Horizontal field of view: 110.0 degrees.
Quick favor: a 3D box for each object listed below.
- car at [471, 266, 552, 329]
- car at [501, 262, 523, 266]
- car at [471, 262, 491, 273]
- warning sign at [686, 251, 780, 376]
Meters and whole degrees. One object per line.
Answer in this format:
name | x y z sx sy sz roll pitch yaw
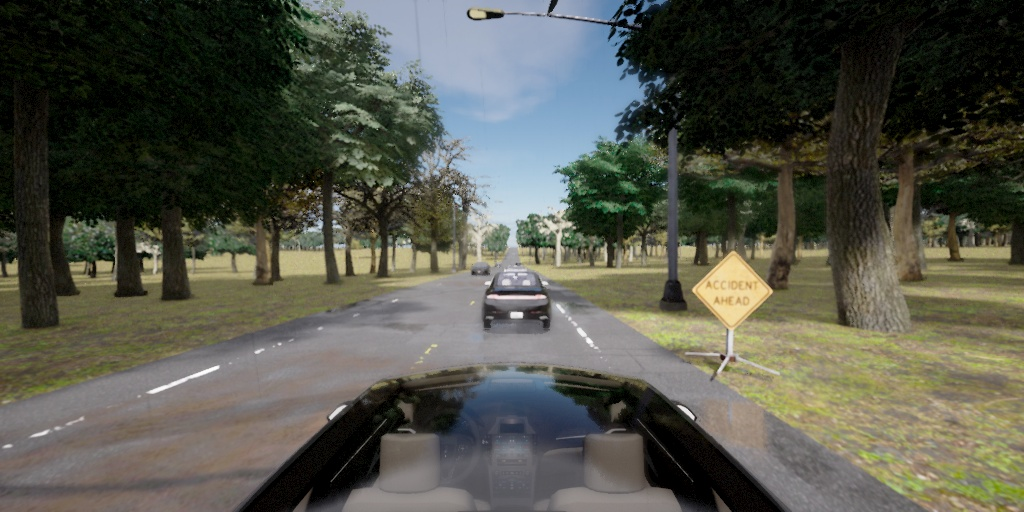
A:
car | 0.139 1.217 11.096 2.128 1.511 4.902 0 0 1
car | 0.280 1.415 30.871 1.895 1.301 4.718 0 -1 0
car | -3.353 1.388 39.303 1.882 1.535 5.008 0 -1 0
warning sign | 3.574 0.848 5.914 1.300 1.860 1.060 0 0 0
